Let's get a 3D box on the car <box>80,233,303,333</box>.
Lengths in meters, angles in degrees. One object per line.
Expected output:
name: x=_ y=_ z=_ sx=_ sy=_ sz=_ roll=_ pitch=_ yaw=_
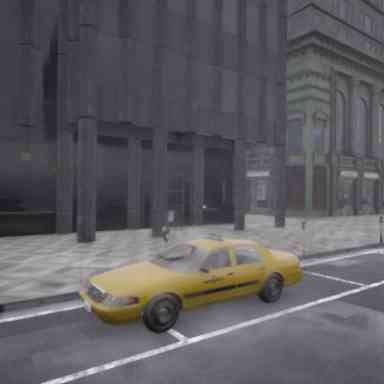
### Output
car: x=0.262 y=1.570 z=6.834 sx=4.829 sy=1.417 sz=1.752 roll=1 pitch=0 yaw=-35
